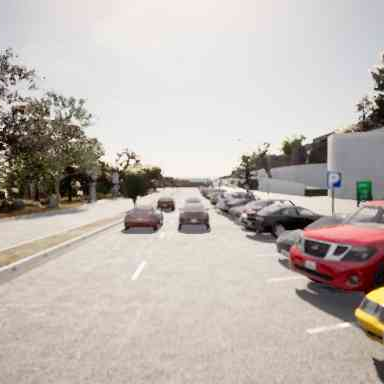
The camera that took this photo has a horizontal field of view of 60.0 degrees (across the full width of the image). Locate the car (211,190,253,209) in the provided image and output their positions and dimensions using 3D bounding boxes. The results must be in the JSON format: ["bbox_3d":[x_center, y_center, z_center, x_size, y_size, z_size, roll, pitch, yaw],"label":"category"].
[{"bbox_3d":[5.134,1.061,31.880,5.566,2.045,2.435,1,0,-20],"label":"car"}]

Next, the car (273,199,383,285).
[{"bbox_3d":[5.058,1.193,7.838,5.566,2.045,2.435,1,1,-20],"label":"car"}]

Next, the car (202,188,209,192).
[{"bbox_3d":[5.121,0.505,70.869,4.553,1.767,2.185,0,1,-20],"label":"car"}]

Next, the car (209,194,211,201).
[{"bbox_3d":[4.937,1.274,34.810,5.366,1.575,1.946,1,1,-20],"label":"car"}]

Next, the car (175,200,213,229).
[{"bbox_3d":[0.123,1.433,20.912,1.812,1.442,4.674,0,0,0],"label":"car"}]

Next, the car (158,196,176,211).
[{"bbox_3d":[-2.859,1.233,37.523,1.882,1.535,5.008,0,1,0],"label":"car"}]

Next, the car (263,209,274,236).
[{"bbox_3d":[5.056,1.461,10.842,4.792,1.488,2.163,1,0,-20],"label":"car"}]

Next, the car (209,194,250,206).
[{"bbox_3d":[5.294,1.092,46.955,5.366,1.575,1.946,0,1,-20],"label":"car"}]

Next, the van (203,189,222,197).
[{"bbox_3d":[5.056,0.174,82.761,4.442,1.987,1.878,0,1,-20],"label":"van"}]

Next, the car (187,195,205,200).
[{"bbox_3d":[0.141,1.287,37.032,1.812,1.442,4.674,0,1,0],"label":"car"}]

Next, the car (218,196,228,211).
[{"bbox_3d":[5.128,1.370,28.884,4.792,1.488,2.163,1,0,-20],"label":"car"}]

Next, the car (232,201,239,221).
[{"bbox_3d":[5.095,1.439,19.859,4.674,1.452,2.002,1,1,-20],"label":"car"}]

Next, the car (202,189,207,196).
[{"bbox_3d":[5.116,0.777,64.882,4.792,1.488,2.163,0,1,-20],"label":"car"}]

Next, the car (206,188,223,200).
[{"bbox_3d":[5.093,0.947,40.860,5.566,2.045,2.435,0,1,-20],"label":"car"}]

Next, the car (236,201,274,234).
[{"bbox_3d":[5.082,1.412,16.859,5.008,1.535,2.097,1,0,-20],"label":"car"}]

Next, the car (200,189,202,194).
[{"bbox_3d":[5.149,0.517,76.845,4.892,1.521,2.231,0,1,-20],"label":"car"}]

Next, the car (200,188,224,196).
[{"bbox_3d":[5.194,0.090,85.803,5.566,2.045,2.435,0,1,-20],"label":"car"}]

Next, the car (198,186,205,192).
[{"bbox_3d":[5.137,0.206,79.808,5.566,2.045,2.435,0,1,-20],"label":"car"}]

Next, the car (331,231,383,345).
[{"bbox_3d":[4.902,1.452,4.787,5.366,1.575,1.946,1,1,-20],"label":"car"}]

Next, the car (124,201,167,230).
[{"bbox_3d":[-2.877,1.474,20.446,1.994,1.385,4.181,0,0,0],"label":"car"}]

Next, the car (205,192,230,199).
[{"bbox_3d":[5.141,0.729,67.901,4.674,1.452,2.002,0,1,-20],"label":"car"}]

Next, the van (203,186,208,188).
[{"bbox_3d":[5.263,0.348,73.902,4.442,1.987,1.878,0,1,-20],"label":"van"}]

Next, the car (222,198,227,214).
[{"bbox_3d":[5.102,1.408,25.859,4.674,1.452,2.002,1,1,-20],"label":"car"}]

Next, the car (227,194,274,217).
[{"bbox_3d":[5.128,1.258,22.869,4.553,1.767,2.185,1,1,-20],"label":"car"}]
